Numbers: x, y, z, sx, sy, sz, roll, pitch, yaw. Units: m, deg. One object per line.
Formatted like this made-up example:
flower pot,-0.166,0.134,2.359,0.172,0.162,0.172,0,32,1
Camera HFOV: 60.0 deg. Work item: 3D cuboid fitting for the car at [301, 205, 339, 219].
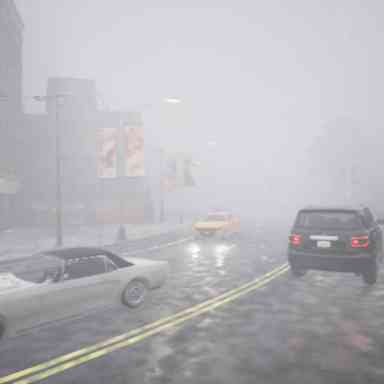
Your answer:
car,14.811,2.281,38.909,2.033,1.411,5.357,-1,-2,-4

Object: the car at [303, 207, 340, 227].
car,10.805,2.035,28.072,1.837,1.490,4.892,-1,-2,9

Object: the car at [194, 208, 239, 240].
car,1.613,2.021,20.662,1.882,1.535,5.008,-2,-2,19

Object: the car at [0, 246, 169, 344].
car,-2.759,1.863,6.701,1.895,1.301,4.718,-3,-2,42

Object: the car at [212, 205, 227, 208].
car,4.555,2.906,54.737,2.128,1.511,4.902,-1,-2,-14

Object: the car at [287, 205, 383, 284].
car,4.692,1.412,10.521,2.150,2.045,5.566,-2,-2,32
